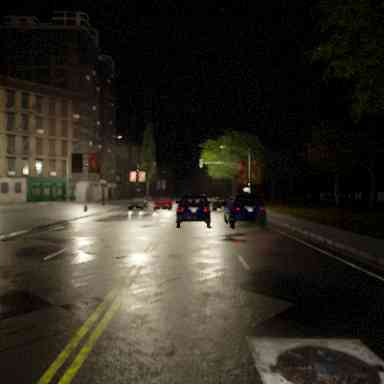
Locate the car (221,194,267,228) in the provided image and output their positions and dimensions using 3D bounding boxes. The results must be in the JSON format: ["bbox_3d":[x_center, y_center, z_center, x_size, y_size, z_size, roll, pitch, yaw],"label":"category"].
[{"bbox_3d":[3.351,1.162,21.718,2.150,2.045,5.566,0,-1,0],"label":"car"}]

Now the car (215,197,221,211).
[{"bbox_3d":[3.352,1.406,38.793,1.837,1.490,4.892,0,0,0],"label":"car"}]

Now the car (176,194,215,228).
[{"bbox_3d":[0.097,1.168,22.077,2.150,2.045,5.566,0,0,0],"label":"car"}]

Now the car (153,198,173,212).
[{"bbox_3d":[-3.288,1.380,38.104,1.882,1.535,5.008,0,0,1],"label":"car"}]

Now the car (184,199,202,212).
[{"bbox_3d":[0.101,1.502,38.947,1.895,1.301,4.718,0,0,0],"label":"car"}]

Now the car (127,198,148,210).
[{"bbox_3d":[-6.511,1.444,40.583,2.033,1.411,5.357,0,0,0],"label":"car"}]
